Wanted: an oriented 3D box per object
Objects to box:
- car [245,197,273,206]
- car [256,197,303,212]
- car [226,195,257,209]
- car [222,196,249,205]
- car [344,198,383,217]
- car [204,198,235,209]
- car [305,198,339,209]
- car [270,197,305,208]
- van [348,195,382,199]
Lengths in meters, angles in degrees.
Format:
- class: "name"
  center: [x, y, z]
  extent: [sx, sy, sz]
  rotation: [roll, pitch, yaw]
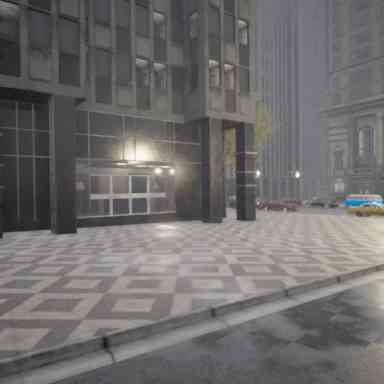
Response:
- class: "car"
  center: [10.425, 1.420, 51.874]
  extent: [1.802, 1.307, 4.206]
  rotation: [-1, 1, -36]
- class: "car"
  center: [9.980, 1.553, 37.919]
  extent: [1.887, 1.381, 4.507]
  rotation: [-1, 1, -36]
- class: "car"
  center: [6.884, 1.309, 42.206]
  extent: [2.192, 1.841, 5.009]
  rotation: [-1, 1, -36]
- class: "car"
  center: [7.259, 1.375, 56.263]
  extent: [2.008, 1.369, 4.403]
  rotation: [-1, 1, -36]
- class: "car"
  center: [16.263, 1.566, 29.196]
  extent: [1.752, 1.417, 4.829]
  rotation: [-1, 1, -36]
- class: "car"
  center: [3.792, 1.530, 46.498]
  extent: [2.008, 1.369, 4.403]
  rotation: [-1, 1, -36]
- class: "car"
  center: [16.759, 1.433, 43.092]
  extent: [1.947, 1.339, 4.313]
  rotation: [-1, 1, -36]
- class: "car"
  center: [13.592, 1.397, 47.482]
  extent: [1.887, 1.381, 4.507]
  rotation: [-1, 1, -36]
- class: "van"
  center: [19.923, 1.224, 38.700]
  extent: [1.690, 1.788, 3.998]
  rotation: [-1, 1, -36]
